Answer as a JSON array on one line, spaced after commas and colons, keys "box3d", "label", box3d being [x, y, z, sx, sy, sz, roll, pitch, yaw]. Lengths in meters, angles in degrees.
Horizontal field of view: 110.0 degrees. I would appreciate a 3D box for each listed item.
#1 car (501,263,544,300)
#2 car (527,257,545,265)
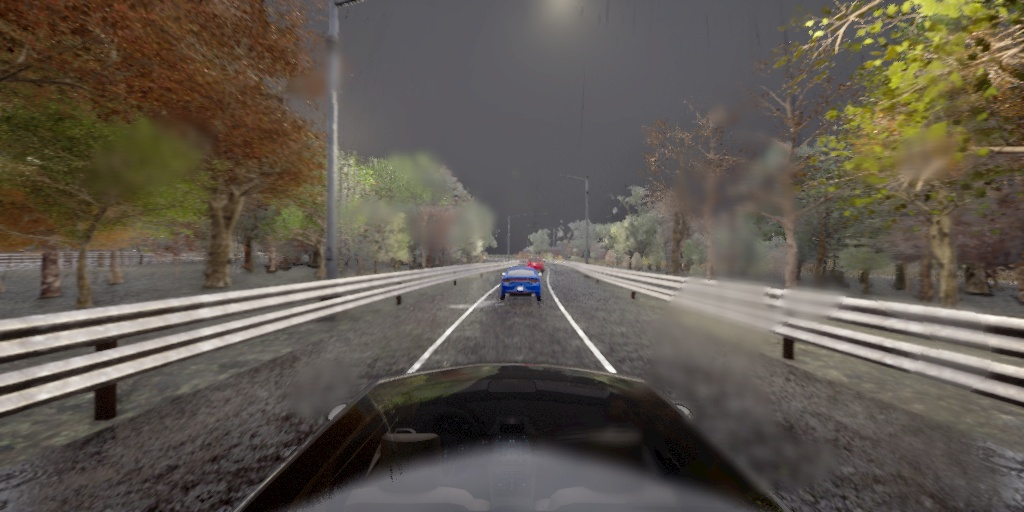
[{"box3d": [0.504, 1.291, 18.356, 1.882, 1.535, 5.008, 0, 0, 3], "label": "car"}, {"box3d": [3.147, 1.182, 47.799, 2.150, 2.045, 5.566, 0, 0, 7], "label": "car"}]
